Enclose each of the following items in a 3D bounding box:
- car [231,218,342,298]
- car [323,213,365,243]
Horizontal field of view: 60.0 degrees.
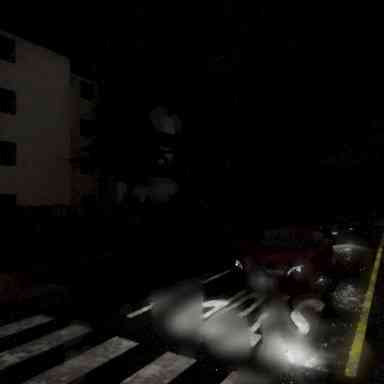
[{"bbox_3d":[2.722,1.660,9.175,1.812,1.442,4.674,-1,-1,32],"label":"car"},{"bbox_3d":[7.862,1.789,17.525,1.994,1.385,4.181,-2,-1,32],"label":"car"}]
